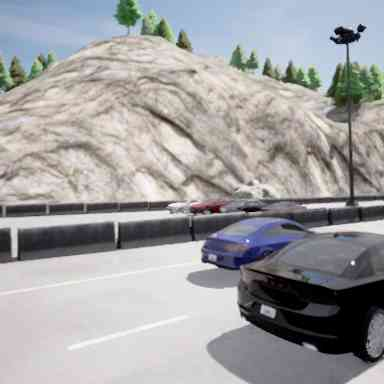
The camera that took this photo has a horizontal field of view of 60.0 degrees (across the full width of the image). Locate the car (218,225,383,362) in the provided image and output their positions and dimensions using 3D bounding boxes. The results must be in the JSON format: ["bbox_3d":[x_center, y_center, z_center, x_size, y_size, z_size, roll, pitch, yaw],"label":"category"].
[{"bbox_3d":[3.037,1.440,5.915,5.008,1.535,1.882,0,0,-36],"label":"car"}]

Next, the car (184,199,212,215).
[{"bbox_3d":[2.081,1.350,31.275,5.008,1.535,1.882,0,0,-35],"label":"car"}]

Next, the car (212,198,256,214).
[{"bbox_3d":[4.524,1.361,28.718,4.902,1.511,2.128,0,0,-35],"label":"car"}]

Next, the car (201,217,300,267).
[{"bbox_3d":[2.392,1.477,9.755,4.674,1.442,1.812,0,0,-36],"label":"car"}]

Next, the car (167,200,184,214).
[{"bbox_3d":[-0.319,1.401,33.861,4.674,1.442,1.812,0,0,-35],"label":"car"}]

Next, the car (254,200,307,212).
[{"bbox_3d":[7.328,1.427,26.419,4.181,1.385,1.994,0,0,-35],"label":"car"}]
